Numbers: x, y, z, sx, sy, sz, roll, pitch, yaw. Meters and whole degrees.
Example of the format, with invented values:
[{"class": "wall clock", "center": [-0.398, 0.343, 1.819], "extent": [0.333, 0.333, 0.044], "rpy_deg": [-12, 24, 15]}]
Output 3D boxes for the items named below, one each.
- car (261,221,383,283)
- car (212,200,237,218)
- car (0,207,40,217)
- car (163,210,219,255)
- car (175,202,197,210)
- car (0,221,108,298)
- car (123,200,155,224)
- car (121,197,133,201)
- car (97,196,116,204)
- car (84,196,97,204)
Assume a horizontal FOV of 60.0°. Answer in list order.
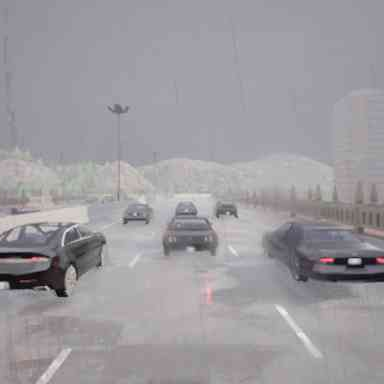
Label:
[{"class": "car", "center": [3.478, 1.552, 9.718], "extent": [2.033, 1.411, 5.357], "rpy_deg": [0, 0, -1]}, {"class": "car", "center": [2.964, 1.520, 30.396], "extent": [1.837, 1.490, 4.892], "rpy_deg": [0, 0, -1]}, {"class": "car", "center": [-10.990, 1.616, 20.977], "extent": [1.895, 1.301, 4.718], "rpy_deg": [0, 0, -2]}, {"class": "car", "center": [-0.100, 1.608, 13.258], "extent": [1.895, 1.301, 4.718], "rpy_deg": [0, 0, -1]}, {"class": "car", "center": [-0.548, 1.580, 30.816], "extent": [1.994, 1.385, 4.181], "rpy_deg": [0, 0, -1]}, {"class": "car", "center": [-3.515, 1.496, 8.481], "extent": [2.128, 1.511, 4.902], "rpy_deg": [0, 0, -1]}, {"class": "car", "center": [-3.891, 1.562, 24.787], "extent": [2.033, 1.411, 5.357], "rpy_deg": [0, 0, -1]}, {"class": "car", "center": [-11.990, 1.584, 62.076], "extent": [2.033, 1.411, 5.357], "rpy_deg": [0, 0, -1]}, {"class": "car", "center": [-15.494, 1.533, 61.948], "extent": [2.128, 1.511, 4.902], "rpy_deg": [0, 0, -1]}, {"class": "car", "center": [-19.018, 1.542, 63.254], "extent": [1.837, 1.490, 4.892], "rpy_deg": [0, 0, -1]}]
